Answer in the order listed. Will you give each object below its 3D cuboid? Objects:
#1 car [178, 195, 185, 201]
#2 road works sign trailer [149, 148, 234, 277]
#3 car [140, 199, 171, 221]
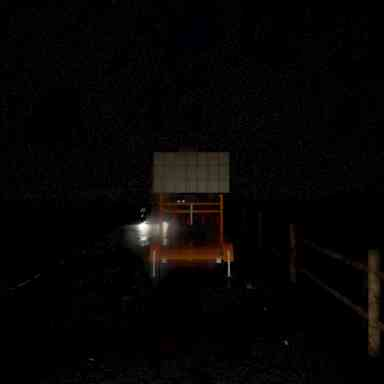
[{"bbox_3d":[-2.895,1.557,89.389,2.033,1.411,5.357,0,0,0],"label":"car"},{"bbox_3d":[-0.015,0.467,10.224,2.380,3.560,2.880,0,0,0],"label":"road works sign trailer"},{"bbox_3d":[-2.893,1.363,26.896,2.097,1.767,4.553,0,0,0],"label":"car"}]
